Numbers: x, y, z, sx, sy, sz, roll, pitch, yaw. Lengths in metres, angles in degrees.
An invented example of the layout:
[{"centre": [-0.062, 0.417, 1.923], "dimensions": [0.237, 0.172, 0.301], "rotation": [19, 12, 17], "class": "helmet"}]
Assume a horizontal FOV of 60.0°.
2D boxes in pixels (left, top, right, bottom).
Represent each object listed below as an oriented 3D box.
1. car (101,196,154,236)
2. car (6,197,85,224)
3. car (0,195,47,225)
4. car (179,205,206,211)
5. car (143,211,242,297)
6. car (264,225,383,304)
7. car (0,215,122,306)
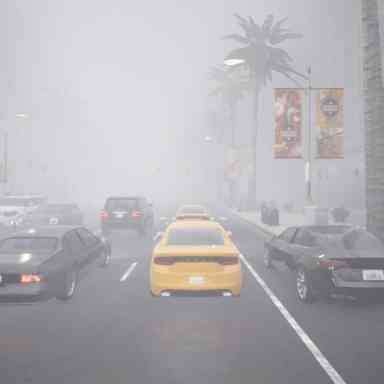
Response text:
[{"centre": [-3.462, 1.222, 18.546], "dimensions": [2.150, 2.045, 5.566], "rotation": [0, 0, 0], "class": "car"}, {"centre": [-7.109, 1.351, 17.079], "dimensions": [2.097, 1.767, 4.553], "rotation": [0, 0, 0], "class": "car"}, {"centre": [-10.591, 1.226, 20.451], "dimensions": [2.150, 2.045, 5.566], "rotation": [0, 0, 0], "class": "car"}, {"centre": [0.036, 1.478, 18.816], "dimensions": [1.882, 1.535, 5.008], "rotation": [0, 0, 0], "class": "car"}, {"centre": [0.073, 1.478, 8.618], "dimensions": [1.882, 1.535, 5.008], "rotation": [0, 0, 0], "class": "car"}, {"centre": [3.166, 1.513, 8.206], "dimensions": [2.161, 1.482, 4.786], "rotation": [0, 0, -1], "class": "car"}, {"centre": [-3.422, 1.547, 8.275], "dimensions": [2.033, 1.411, 5.357], "rotation": [0, 0, 0], "class": "car"}]
